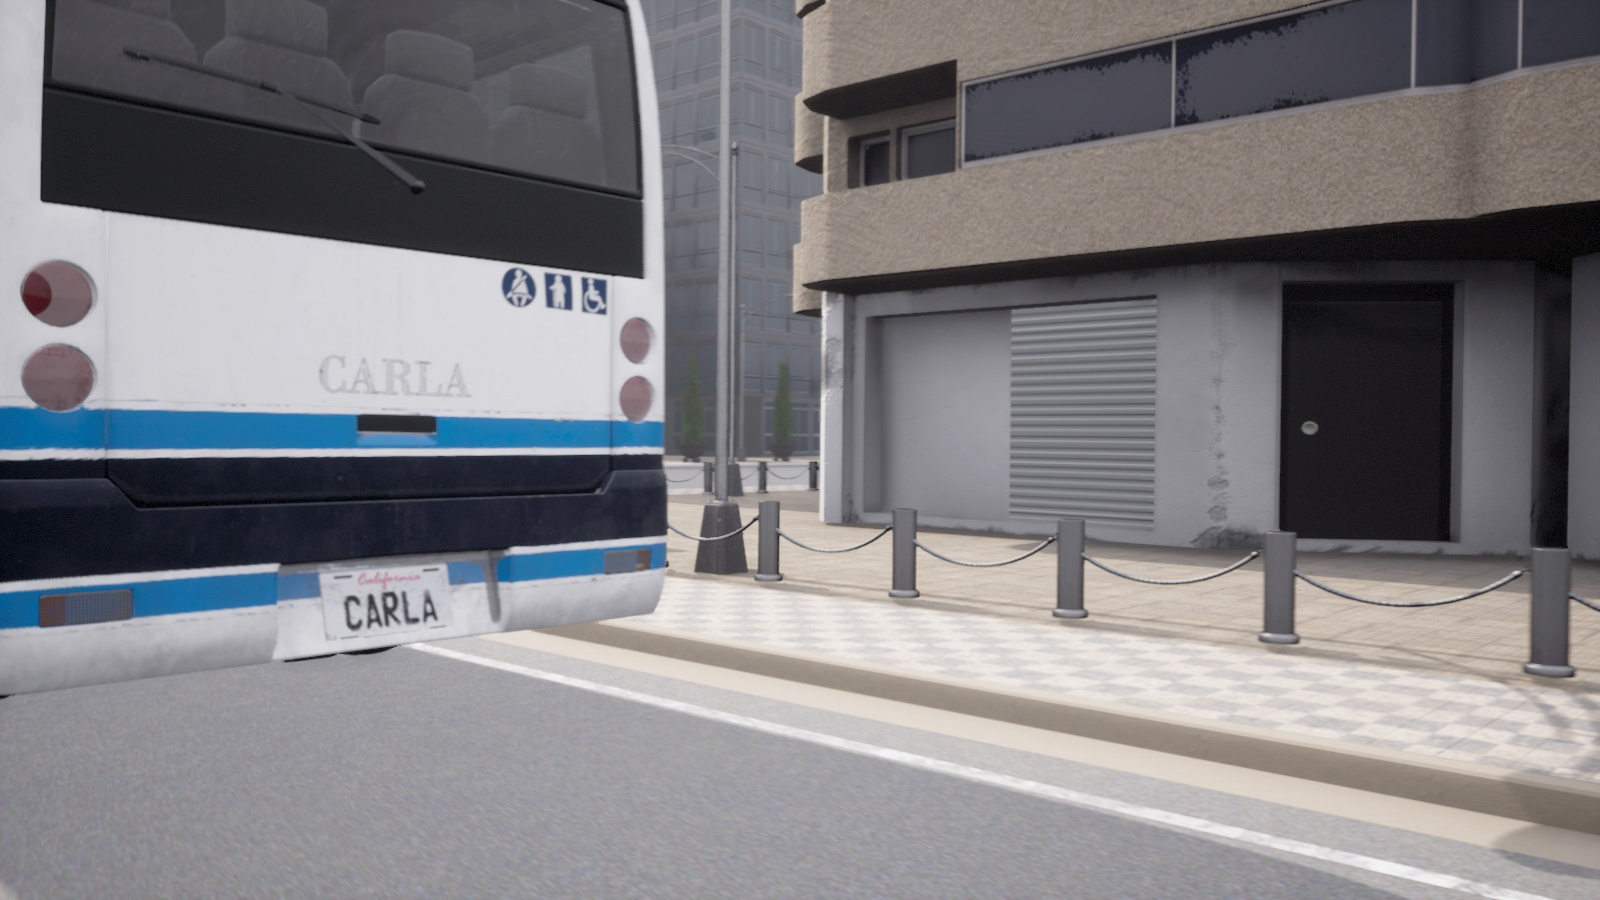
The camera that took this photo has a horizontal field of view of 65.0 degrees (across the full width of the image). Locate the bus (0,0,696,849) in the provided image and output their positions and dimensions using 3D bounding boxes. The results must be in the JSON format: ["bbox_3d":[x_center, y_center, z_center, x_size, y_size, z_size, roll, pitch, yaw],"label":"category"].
[{"bbox_3d":[-5.726,-0.705,9.077,10.273,4.253,3.944,0,1,42],"label":"bus"}]
